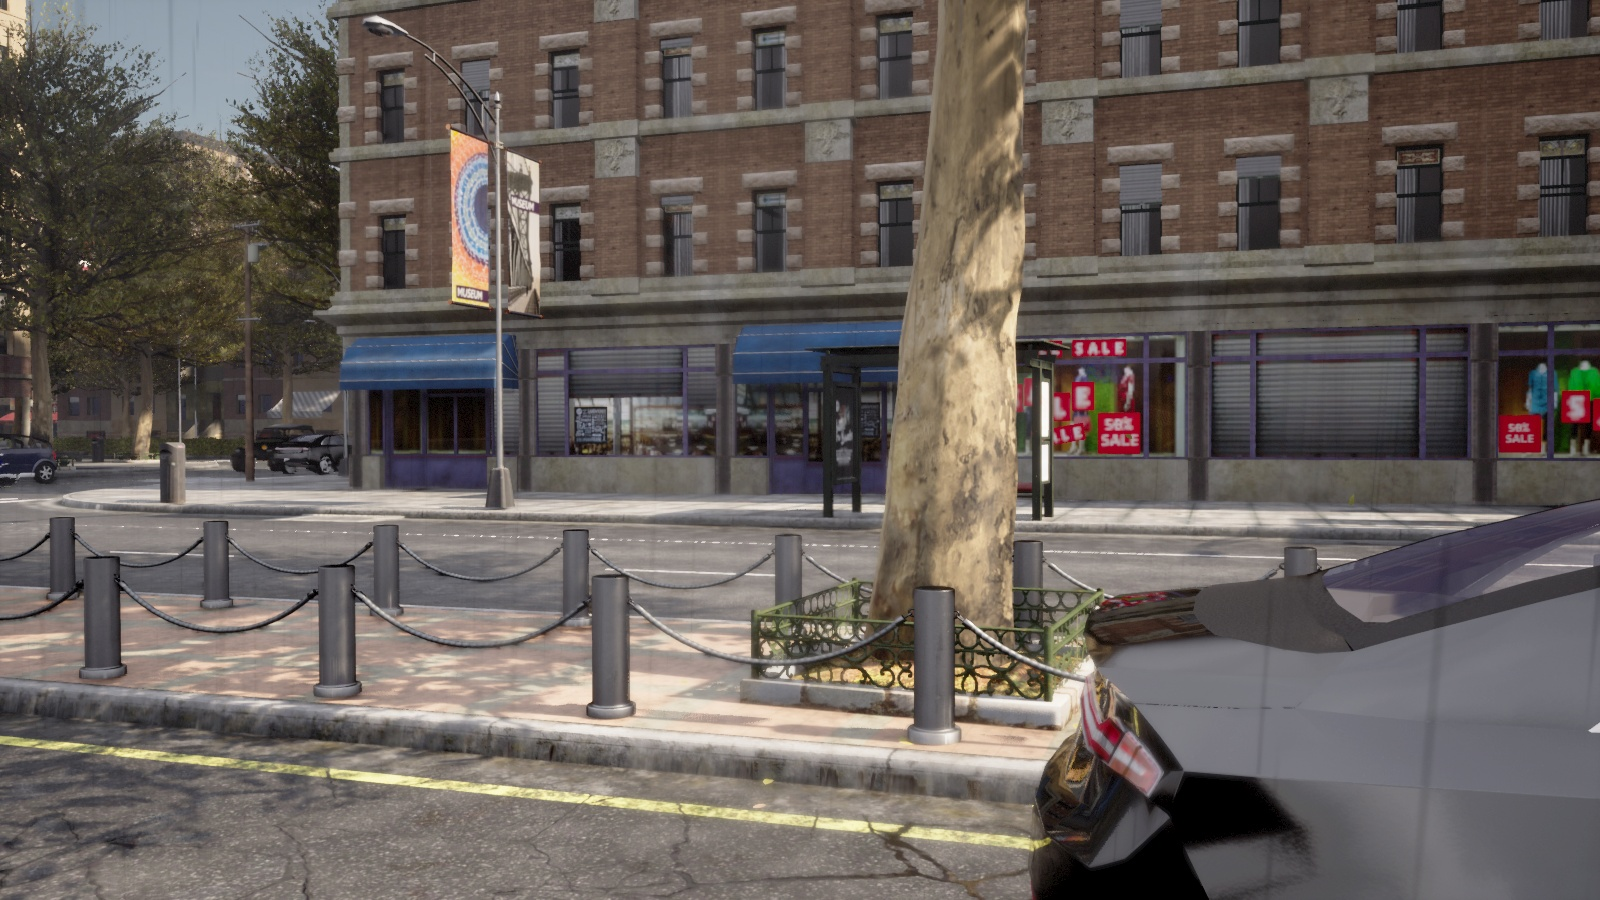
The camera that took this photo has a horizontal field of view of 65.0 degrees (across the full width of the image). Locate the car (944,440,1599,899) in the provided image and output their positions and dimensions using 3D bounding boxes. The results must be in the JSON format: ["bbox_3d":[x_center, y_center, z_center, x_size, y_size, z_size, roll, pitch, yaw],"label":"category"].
[{"bbox_3d":[2.891,0.758,2.221,4.902,1.511,2.128,1,1,19],"label":"car"}]

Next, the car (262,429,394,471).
[{"bbox_3d":[-17.922,-0.052,47.941,2.128,1.511,4.902,1,1,18],"label":"car"}]

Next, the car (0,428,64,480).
[{"bbox_3d":[-24.693,0.100,38.232,1.789,1.549,3.705,1,1,18],"label":"car"}]

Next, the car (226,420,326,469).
[{"bbox_3d":[-20.944,-0.263,50.381,1.905,1.878,3.866,0,1,10],"label":"car"}]
